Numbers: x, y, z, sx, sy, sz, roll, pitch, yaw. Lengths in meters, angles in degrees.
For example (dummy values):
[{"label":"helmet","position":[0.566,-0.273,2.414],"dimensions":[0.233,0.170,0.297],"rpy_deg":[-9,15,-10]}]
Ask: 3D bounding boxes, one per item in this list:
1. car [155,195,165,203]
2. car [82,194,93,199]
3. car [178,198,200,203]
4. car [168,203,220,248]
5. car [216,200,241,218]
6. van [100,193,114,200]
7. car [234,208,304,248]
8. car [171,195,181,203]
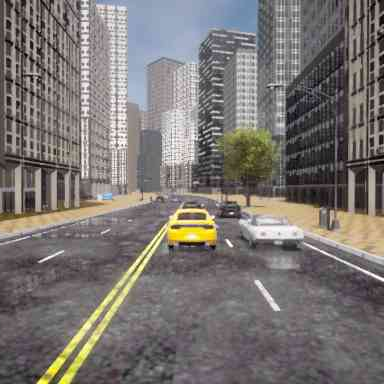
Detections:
[{"label":"car","position":[-6.504,1.443,68.016],"dimensions":[1.837,1.490,4.892],"rpy_deg":[0,1,0]},{"label":"car","position":[-28.190,1.257,87.545],"dimensions":[4.507,1.381,1.887],"rpy_deg":[0,0,1]},{"label":"car","position":[0.000,1.499,29.652],"dimensions":[1.837,1.490,4.892],"rpy_deg":[0,0,0]},{"label":"car","position":[0.000,1.477,14.652],"dimensions":[1.882,1.535,5.008],"rpy_deg":[0,0,0]},{"label":"car","position":[3.250,1.499,29.653],"dimensions":[1.837,1.490,4.892],"rpy_deg":[0,0,0]},{"label":"van","position":[-22.651,1.079,87.498],"dimensions":[3.998,1.788,1.690],"rpy_deg":[0,0,1]},{"label":"car","position":[3.250,1.609,14.682],"dimensions":[1.895,1.301,4.718],"rpy_deg":[0,0,0]},{"label":"car","position":[-3.259,1.448,67.998],"dimensions":[1.812,1.442,4.674],"rpy_deg":[0,0,0]}]
